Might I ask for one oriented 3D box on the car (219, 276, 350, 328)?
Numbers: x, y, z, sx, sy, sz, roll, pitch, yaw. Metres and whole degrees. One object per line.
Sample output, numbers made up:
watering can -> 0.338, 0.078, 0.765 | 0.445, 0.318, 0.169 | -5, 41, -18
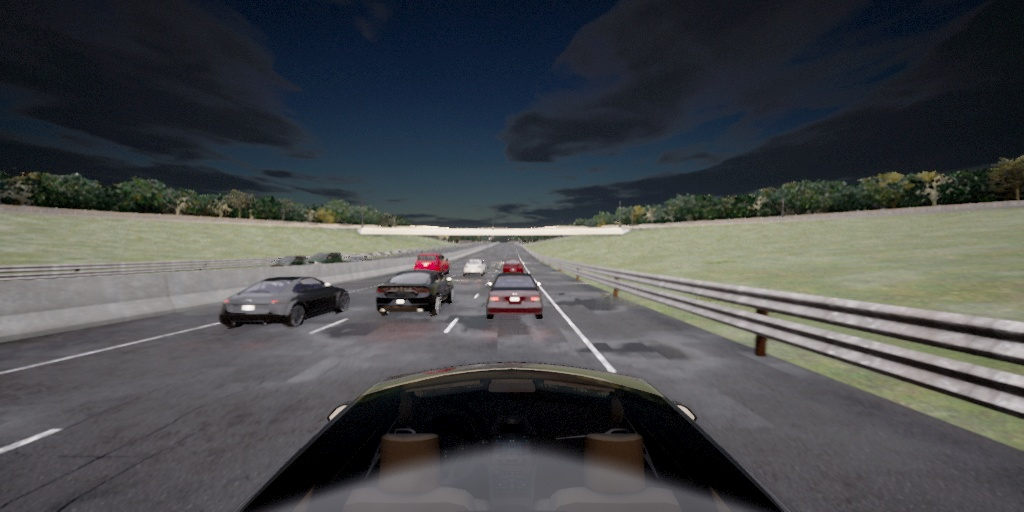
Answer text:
car -> -6.918, 1.321, 11.420 | 1.994, 1.385, 4.181 | 0, 0, 0

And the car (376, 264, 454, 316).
car -> -3.413, 1.227, 13.455 | 1.882, 1.535, 5.008 | 0, 0, 0

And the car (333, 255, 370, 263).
car -> -17.582, 0.883, 40.374 | 2.128, 1.511, 4.902 | 0, 1, 0

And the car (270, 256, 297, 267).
car -> -24.581, 0.755, 39.886 | 2.097, 1.767, 4.553 | 0, 1, 0

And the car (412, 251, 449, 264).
car -> -6.899, 0.791, 31.340 | 2.150, 2.045, 5.566 | 0, 1, 0

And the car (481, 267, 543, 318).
car -> 0.088, 1.299, 12.968 | 2.033, 1.411, 5.357 | 0, 0, 0

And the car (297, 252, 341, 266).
car -> -21.085, 0.615, 40.272 | 2.150, 2.045, 5.566 | 0, 1, 0

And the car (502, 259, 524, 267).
car -> 0.101, 1.001, 33.887 | 1.882, 1.535, 5.008 | 0, 1, 0

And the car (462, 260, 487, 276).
car -> -3.399, 1.058, 33.423 | 1.812, 1.442, 4.674 | 0, 1, 0
